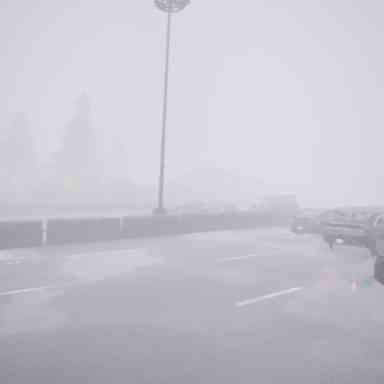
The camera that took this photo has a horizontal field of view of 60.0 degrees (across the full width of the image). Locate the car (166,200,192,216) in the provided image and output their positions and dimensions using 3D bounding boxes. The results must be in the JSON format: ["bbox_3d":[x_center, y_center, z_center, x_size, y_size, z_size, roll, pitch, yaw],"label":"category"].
[{"bbox_3d":[-0.318,1.519,33.842,5.008,1.535,1.882,0,0,-35],"label":"car"}]

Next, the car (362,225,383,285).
[{"bbox_3d":[6.389,1.585,8.300,4.181,1.385,1.994,0,0,-35],"label":"car"}]

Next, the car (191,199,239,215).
[{"bbox_3d":[2.464,1.607,31.524,4.181,1.385,1.994,0,0,-35],"label":"car"}]

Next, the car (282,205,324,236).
[{"bbox_3d":[7.084,1.559,17.391,4.674,1.442,1.812,0,0,-35],"label":"car"}]

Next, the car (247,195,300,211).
[{"bbox_3d":[7.681,1.271,30.936,5.566,2.045,2.150,0,0,-35],"label":"car"}]

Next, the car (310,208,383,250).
[{"bbox_3d":[7.191,1.519,13.169,4.902,1.511,2.128,0,0,-35],"label":"car"}]

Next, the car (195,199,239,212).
[{"bbox_3d":[3.102,1.603,40.554,5.357,1.411,2.033,0,0,-35],"label":"car"}]
